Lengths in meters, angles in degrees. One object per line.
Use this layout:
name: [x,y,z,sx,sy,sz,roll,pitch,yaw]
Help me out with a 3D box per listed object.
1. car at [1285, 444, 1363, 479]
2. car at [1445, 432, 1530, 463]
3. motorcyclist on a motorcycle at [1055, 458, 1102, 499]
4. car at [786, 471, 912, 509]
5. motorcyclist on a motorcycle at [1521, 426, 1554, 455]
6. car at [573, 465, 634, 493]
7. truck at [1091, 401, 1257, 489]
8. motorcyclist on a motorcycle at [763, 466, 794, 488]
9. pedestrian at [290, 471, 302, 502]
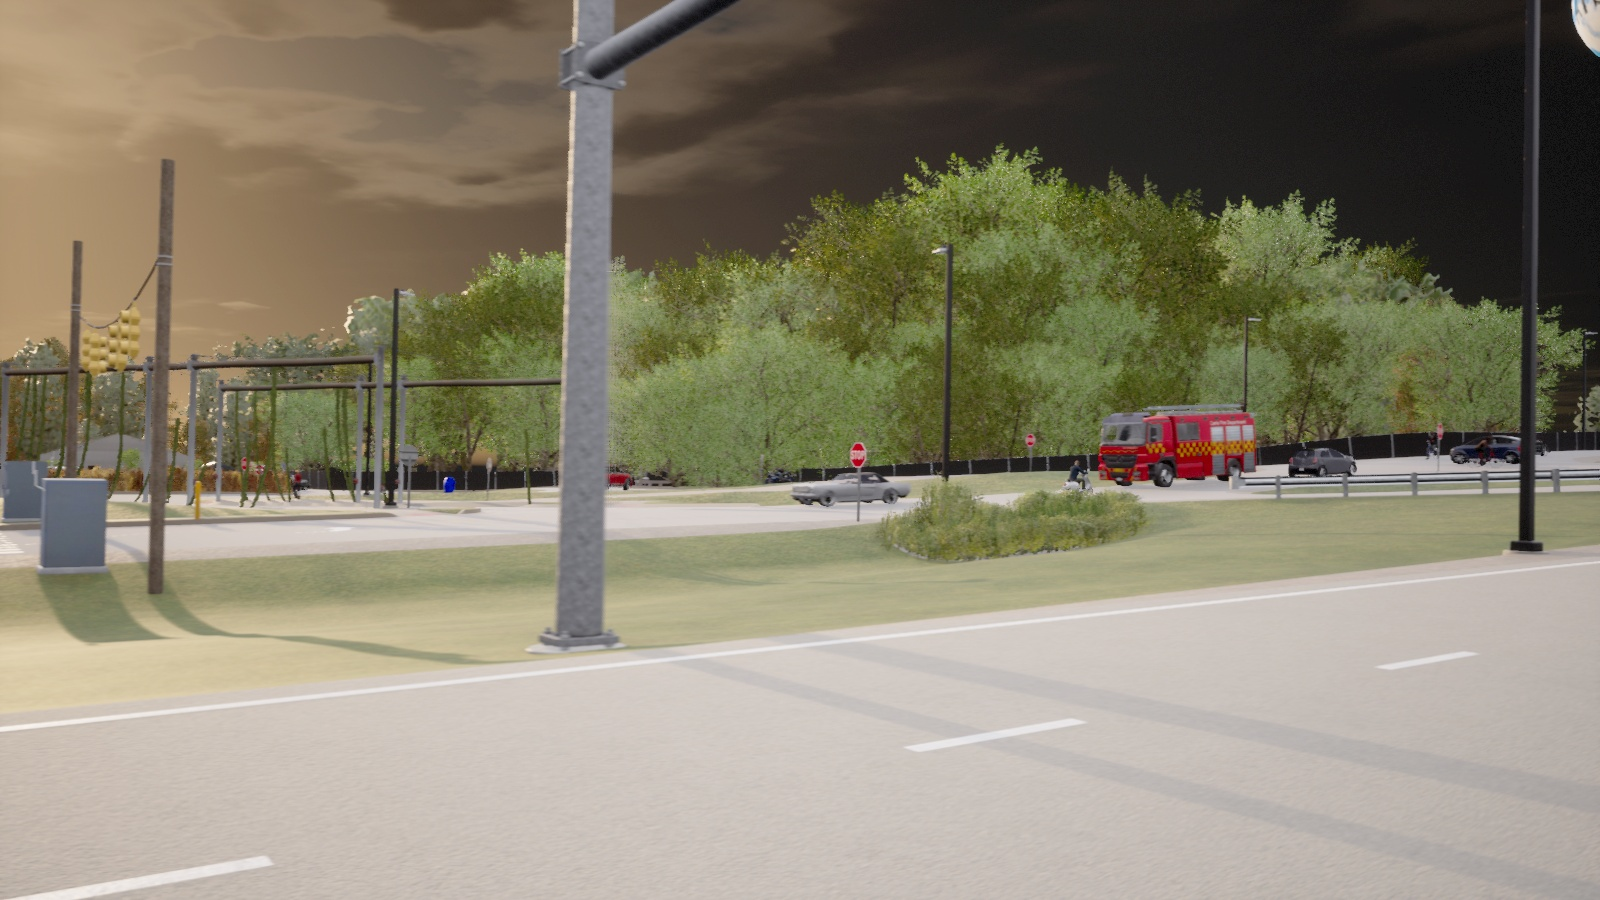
car: [25.944,0.537,62.150,3.633,1.501,1.845,-4,2,-34]
car: [37.264,-0.148,68.100,3.705,1.549,1.789,-1,1,40]
motorcyclist on a motorcycle: [11.646,1.180,52.433,1.817,1.590,0.866,-2,0,-34]
car: [1.983,1.562,50.191,4.718,1.301,1.895,-1,0,-29]
motorcyclist on a motorcycle: [44.418,-0.561,75.624,2.350,1.649,0.766,-2,1,-34]
car: [-14.864,2.169,95.528,2.150,2.045,5.566,0,0,20]
truck: [18.291,-0.306,61.179,8.468,3.827,2.891,-3,2,-34]
motorcyclist on a motorcycle: [-1.626,2.096,96.935,2.191,1.530,0.866,-4,-1,6]
pedestrian: [-30.291,2.180,75.502,0.636,1.846,0.331,0,-1,31]
